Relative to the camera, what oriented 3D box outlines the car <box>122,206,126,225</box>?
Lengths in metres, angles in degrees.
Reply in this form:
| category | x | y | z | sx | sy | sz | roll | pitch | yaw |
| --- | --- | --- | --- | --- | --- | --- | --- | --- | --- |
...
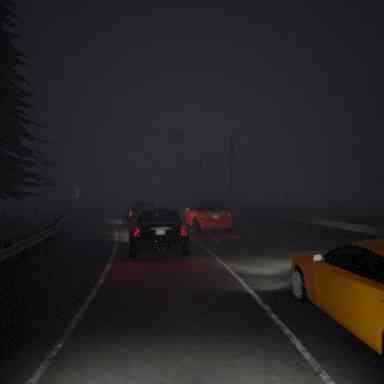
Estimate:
| category | x | y | z | sx | sy | sz | roll | pitch | yaw |
| --- | --- | --- | --- | --- | --- | --- | --- | --- | --- |
| car | -3.408 | 1.340 | 21.778 | 2.097 | 1.767 | 4.553 | 0 | 0 | -16 |

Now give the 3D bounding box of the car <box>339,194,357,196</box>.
| category | x | y | z | sx | sy | sz | roll | pitch | yaw |
| --- | --- | --- | --- | --- | --- | --- | --- | --- | --- |
| car | 38.594 | 1.347 | 80.664 | 4.902 | 1.511 | 2.128 | 0 | 0 | -37 |

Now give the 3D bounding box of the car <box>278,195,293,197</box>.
| category | x | y | z | sx | sy | sz | roll | pitch | yaw |
| --- | --- | --- | --- | --- | --- | --- | --- | --- | --- |
| car | 22.699 | 1.368 | 75.405 | 4.892 | 1.490 | 1.837 | 0 | 0 | -22 |

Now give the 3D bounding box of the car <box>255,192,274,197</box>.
| category | x | y | z | sx | sy | sz | roll | pitch | yaw |
| --- | --- | --- | --- | --- | --- | --- | --- | --- | --- |
| car | 17.861 | 1.100 | 80.949 | 5.566 | 2.045 | 2.150 | 0 | 0 | -22 |

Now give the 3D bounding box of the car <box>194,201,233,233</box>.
| category | x | y | z | sx | sy | sz | roll | pitch | yaw |
| --- | --- | --- | --- | --- | --- | --- | --- | --- | --- |
| car | 0.791 | 1.331 | 19.740 | 2.097 | 1.767 | 4.553 | 0 | 0 | -13 |

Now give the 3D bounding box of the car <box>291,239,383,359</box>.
| category | x | y | z | sx | sy | sz | roll | pitch | yaw |
| --- | --- | --- | --- | --- | --- | --- | --- | --- | --- |
| car | 3.161 | 1.464 | 5.189 | 1.882 | 1.535 | 5.008 | 0 | 0 | -4 |

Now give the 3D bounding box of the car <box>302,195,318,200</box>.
| category | x | y | z | sx | sy | sz | roll | pitch | yaw |
| --- | --- | --- | --- | --- | --- | --- | --- | --- | --- |
| car | 31.415 | 1.385 | 88.380 | 4.181 | 1.385 | 1.994 | 0 | 0 | -37 |

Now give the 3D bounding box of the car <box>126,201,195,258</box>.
| category | x | y | z | sx | sy | sz | roll | pitch | yaw |
| --- | --- | --- | --- | --- | --- | --- | --- | --- | --- |
| car | -1.379 | 1.343 | 13.081 | 2.097 | 1.767 | 4.553 | 0 | 0 | -9 |

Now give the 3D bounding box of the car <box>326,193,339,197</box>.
| category | x | y | z | sx | sy | sz | roll | pitch | yaw |
| --- | --- | --- | --- | --- | --- | --- | --- | --- | --- |
| car | 36.361 | 1.180 | 83.361 | 4.553 | 1.767 | 2.097 | 0 | 0 | -37 |

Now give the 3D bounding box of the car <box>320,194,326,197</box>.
| category | x | y | z | sx | sy | sz | roll | pitch | yaw |
| --- | --- | --- | --- | --- | --- | --- | --- | --- | --- |
| car | 33.966 | 1.184 | 85.924 | 4.553 | 1.767 | 2.097 | 0 | 0 | -37 |

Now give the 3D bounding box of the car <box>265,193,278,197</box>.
| category | x | y | z | sx | sy | sz | roll | pitch | yaw |
| --- | --- | --- | --- | --- | --- | --- | --- | --- | --- |
| car | 20.318 | 1.467 | 78.194 | 4.718 | 1.301 | 1.895 | 0 | 0 | -22 |

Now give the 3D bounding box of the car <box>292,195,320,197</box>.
| category | x | y | z | sx | sy | sz | roll | pitch | yaw |
| --- | --- | --- | --- | --- | --- | --- | --- | --- | --- |
| car | 24.925 | 1.460 | 72.564 | 4.718 | 1.301 | 1.895 | 0 | 0 | -22 |
